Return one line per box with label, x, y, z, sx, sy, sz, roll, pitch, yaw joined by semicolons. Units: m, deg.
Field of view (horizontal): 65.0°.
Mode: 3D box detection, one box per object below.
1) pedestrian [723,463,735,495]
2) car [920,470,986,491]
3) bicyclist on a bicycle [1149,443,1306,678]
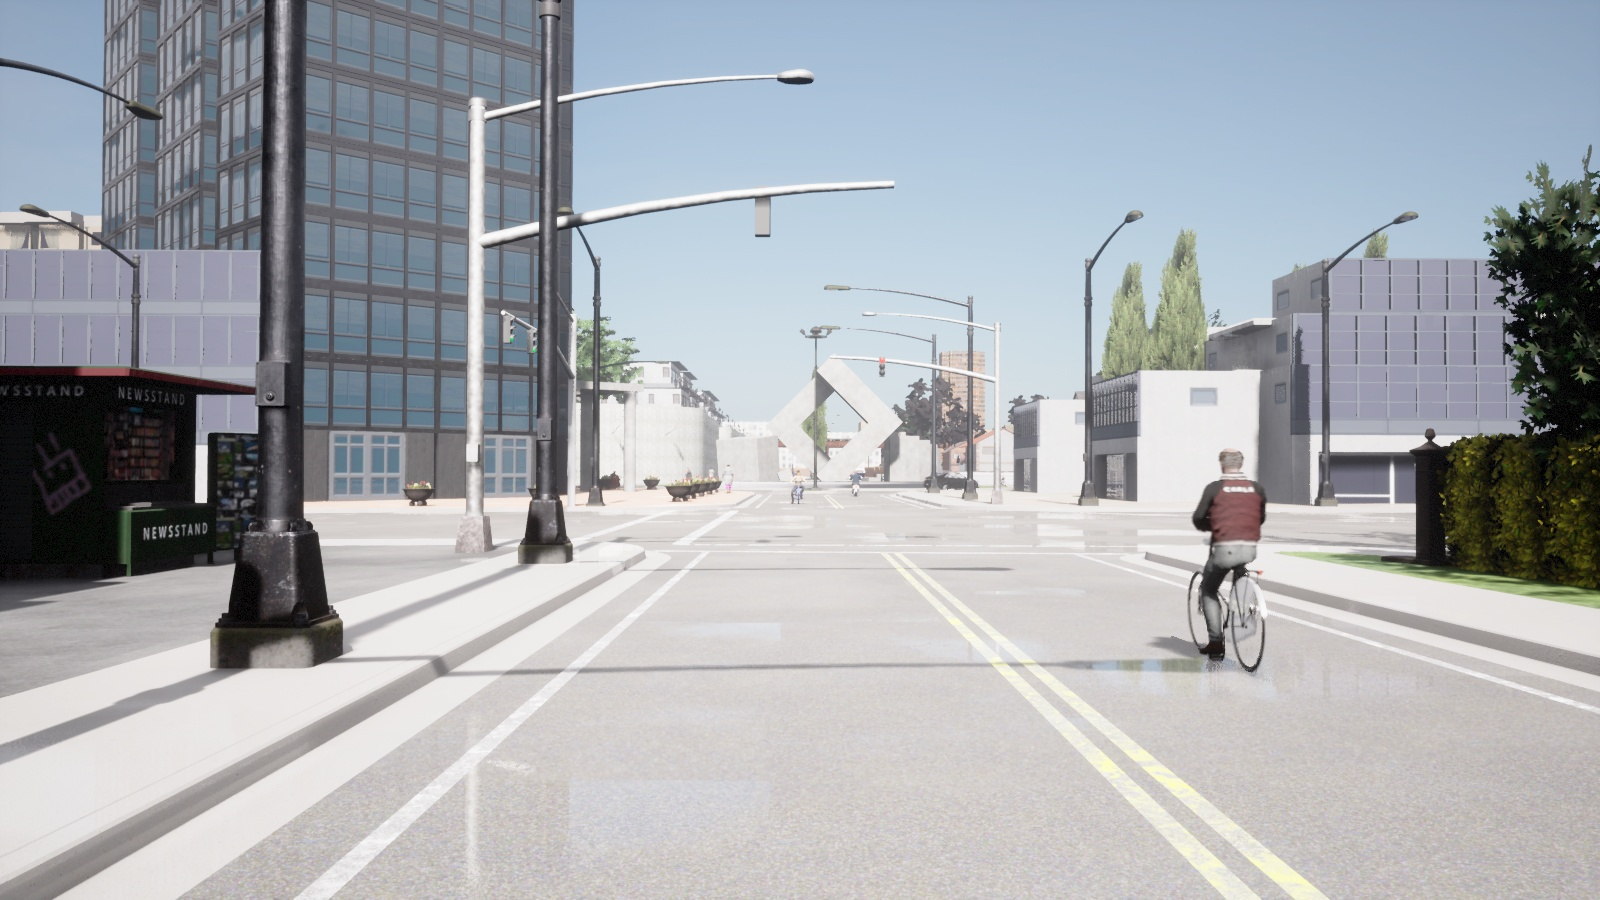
pedestrian;-4.394;1.803;77.935;0.659;1.952;0.873;0;-1;4
car;11.867;2.355;97.421;4.902;1.511;2.128;0;-1;-35
bicyclist on a bicycle;3.492;0.846;10.435;0.659;1.776;1.843;0;-1;0
